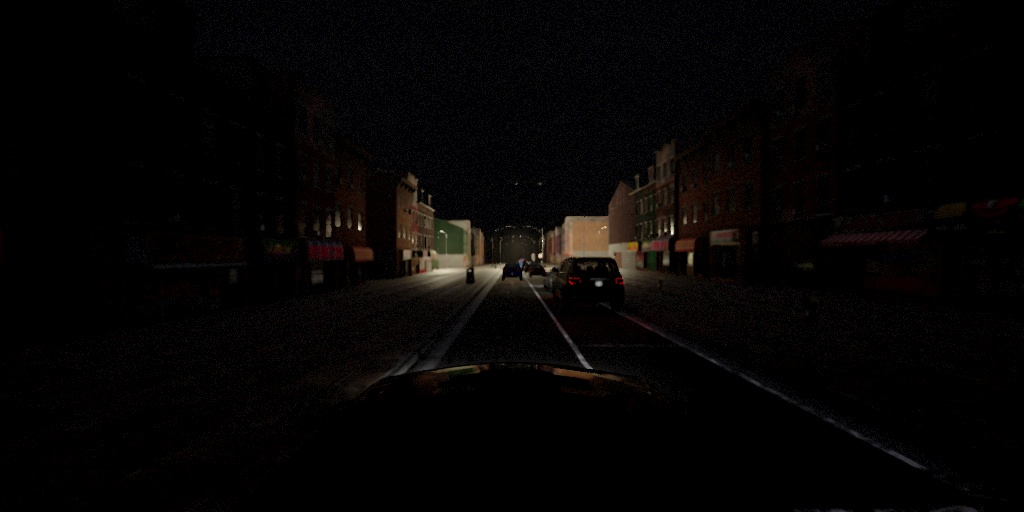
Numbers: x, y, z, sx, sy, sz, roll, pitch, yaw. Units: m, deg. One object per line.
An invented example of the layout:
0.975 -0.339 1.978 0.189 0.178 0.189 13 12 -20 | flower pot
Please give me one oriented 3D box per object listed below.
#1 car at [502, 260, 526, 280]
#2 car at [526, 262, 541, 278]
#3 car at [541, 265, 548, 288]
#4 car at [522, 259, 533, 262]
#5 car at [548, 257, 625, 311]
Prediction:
0.035 1.418 33.795 1.882 1.535 5.008 0 0 0 | car
2.638 1.549 37.778 1.802 1.307 4.207 0 0 0 | car
3.024 1.391 21.960 1.812 1.442 4.674 0 0 0 | car
2.638 1.483 48.582 1.967 1.591 4.097 0 0 0 | car
2.982 1.051 14.991 2.150 2.045 5.566 0 0 0 | car
